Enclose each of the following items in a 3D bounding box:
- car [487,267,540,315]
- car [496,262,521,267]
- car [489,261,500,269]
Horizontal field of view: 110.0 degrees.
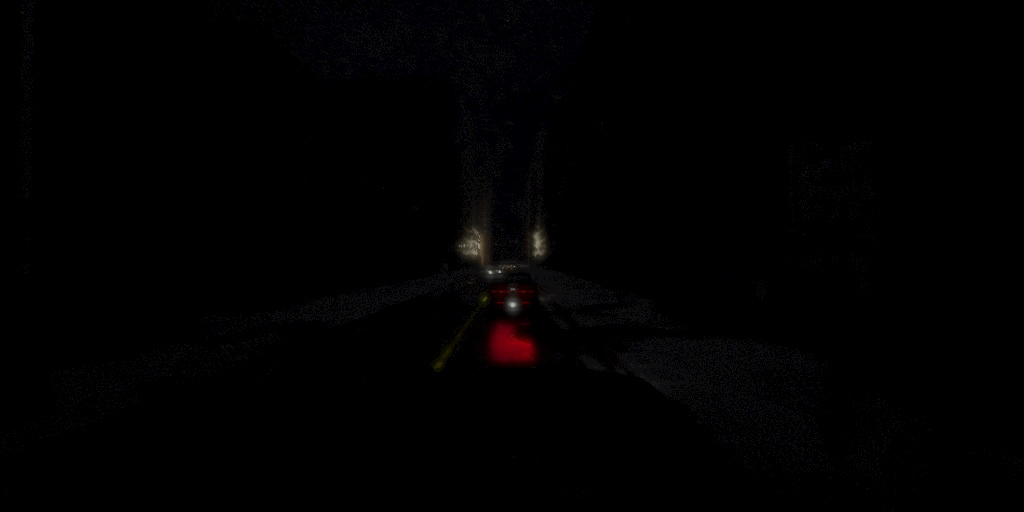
[{"bbox_3d":[0.048,1.370,14.266,1.837,1.490,4.892,0,0,1],"label":"car"},{"bbox_3d":[0.052,1.492,29.265,2.128,1.511,4.902,0,0,0],"label":"car"},{"bbox_3d":[-2.776,1.651,60.621,2.097,1.767,4.553,0,-1,1],"label":"car"}]
